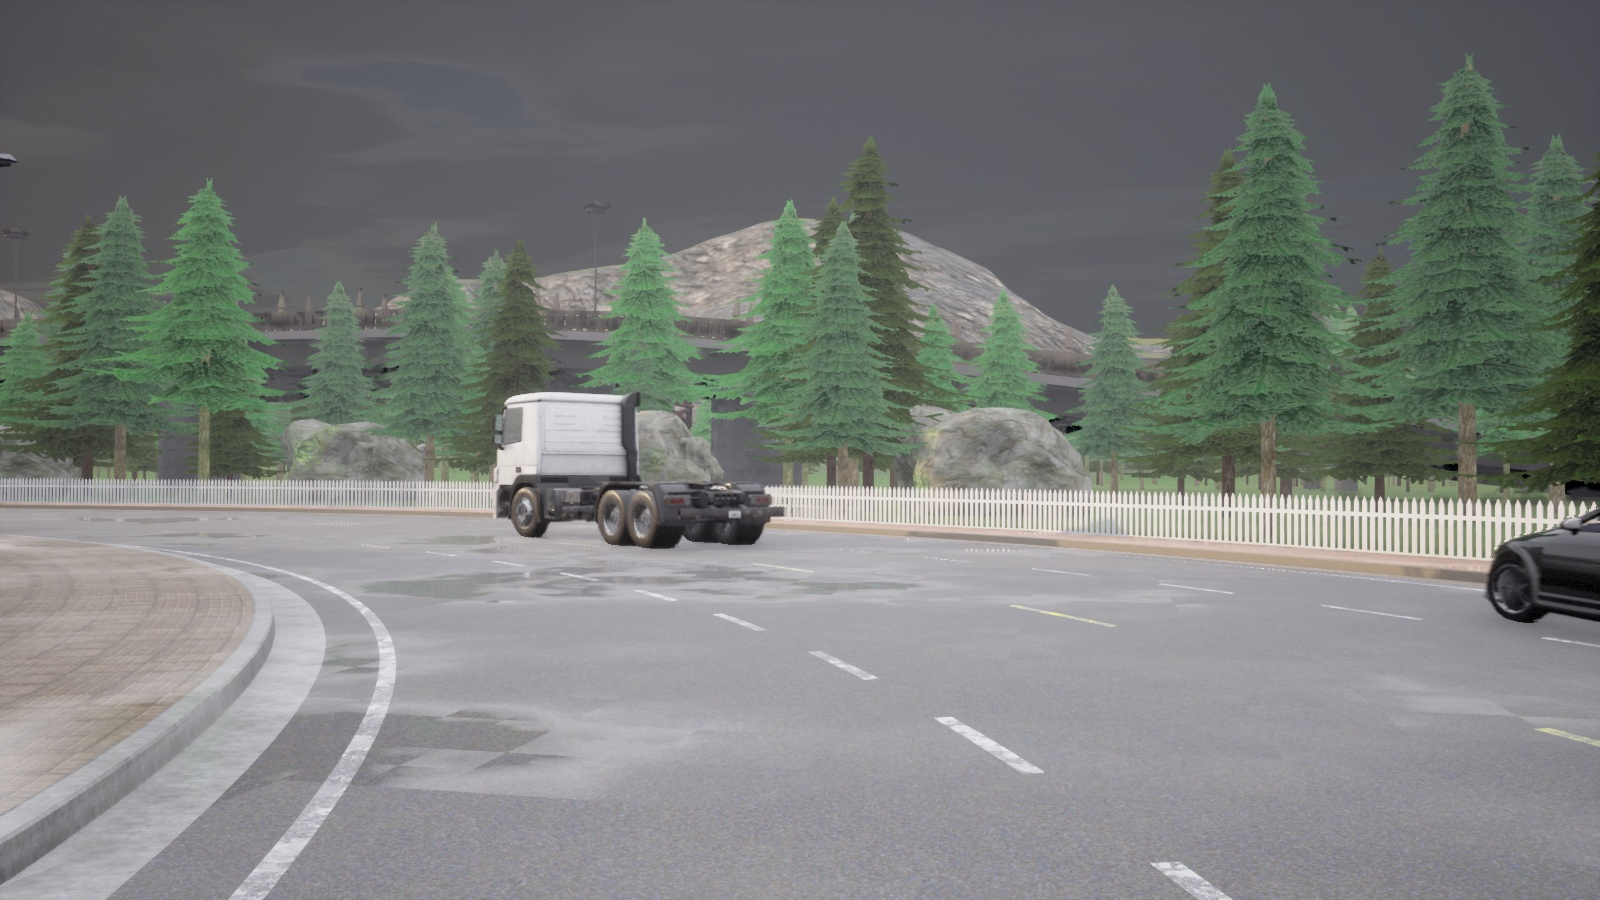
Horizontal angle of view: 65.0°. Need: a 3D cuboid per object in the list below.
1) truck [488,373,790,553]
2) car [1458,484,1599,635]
[{"bbox_3d":[-3.868,0.318,28.072,2.891,3.462,7.936,1,-1,-40],"label":"truck"},{"bbox_3d":[8.509,1.048,12.146,1.994,1.385,4.181,0,-1,-2],"label":"car"}]
